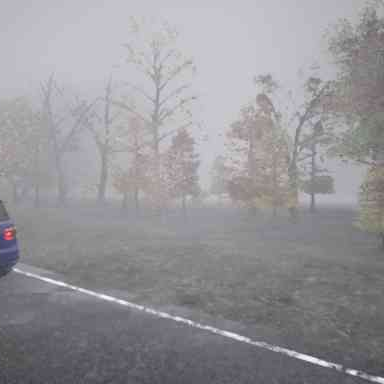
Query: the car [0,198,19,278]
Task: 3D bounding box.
[{"bbox_3d":[-6.501,1.053,8.295,5.566,2.045,2.150,1,0,37],"label":"car"}]
